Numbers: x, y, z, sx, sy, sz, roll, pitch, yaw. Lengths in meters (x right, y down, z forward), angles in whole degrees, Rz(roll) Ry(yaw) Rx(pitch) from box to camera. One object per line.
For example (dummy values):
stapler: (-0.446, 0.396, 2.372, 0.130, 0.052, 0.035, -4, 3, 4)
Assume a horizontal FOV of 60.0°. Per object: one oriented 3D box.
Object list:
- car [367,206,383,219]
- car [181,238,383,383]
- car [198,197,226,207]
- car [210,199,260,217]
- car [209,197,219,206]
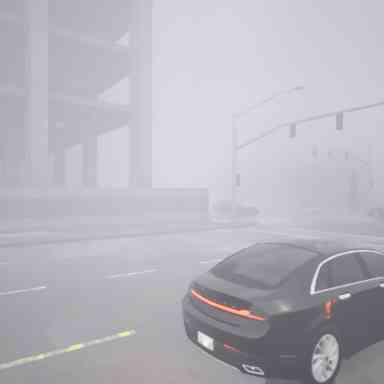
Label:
car: (16.691, 1.517, 26.708, 1.837, 1.490, 4.892, 0, 0, -36)
car: (2.143, 1.507, 5.317, 4.892, 1.490, 1.837, 0, 0, -35)
car: (2.987, 1.539, 51.600, 1.812, 1.442, 4.674, 0, 0, -36)
car: (4.172, 1.610, 31.721, 1.895, 1.301, 4.718, 0, 0, -36)
car: (4.038, 1.536, 37.875, 1.812, 1.442, 4.674, 0, 0, -36)
